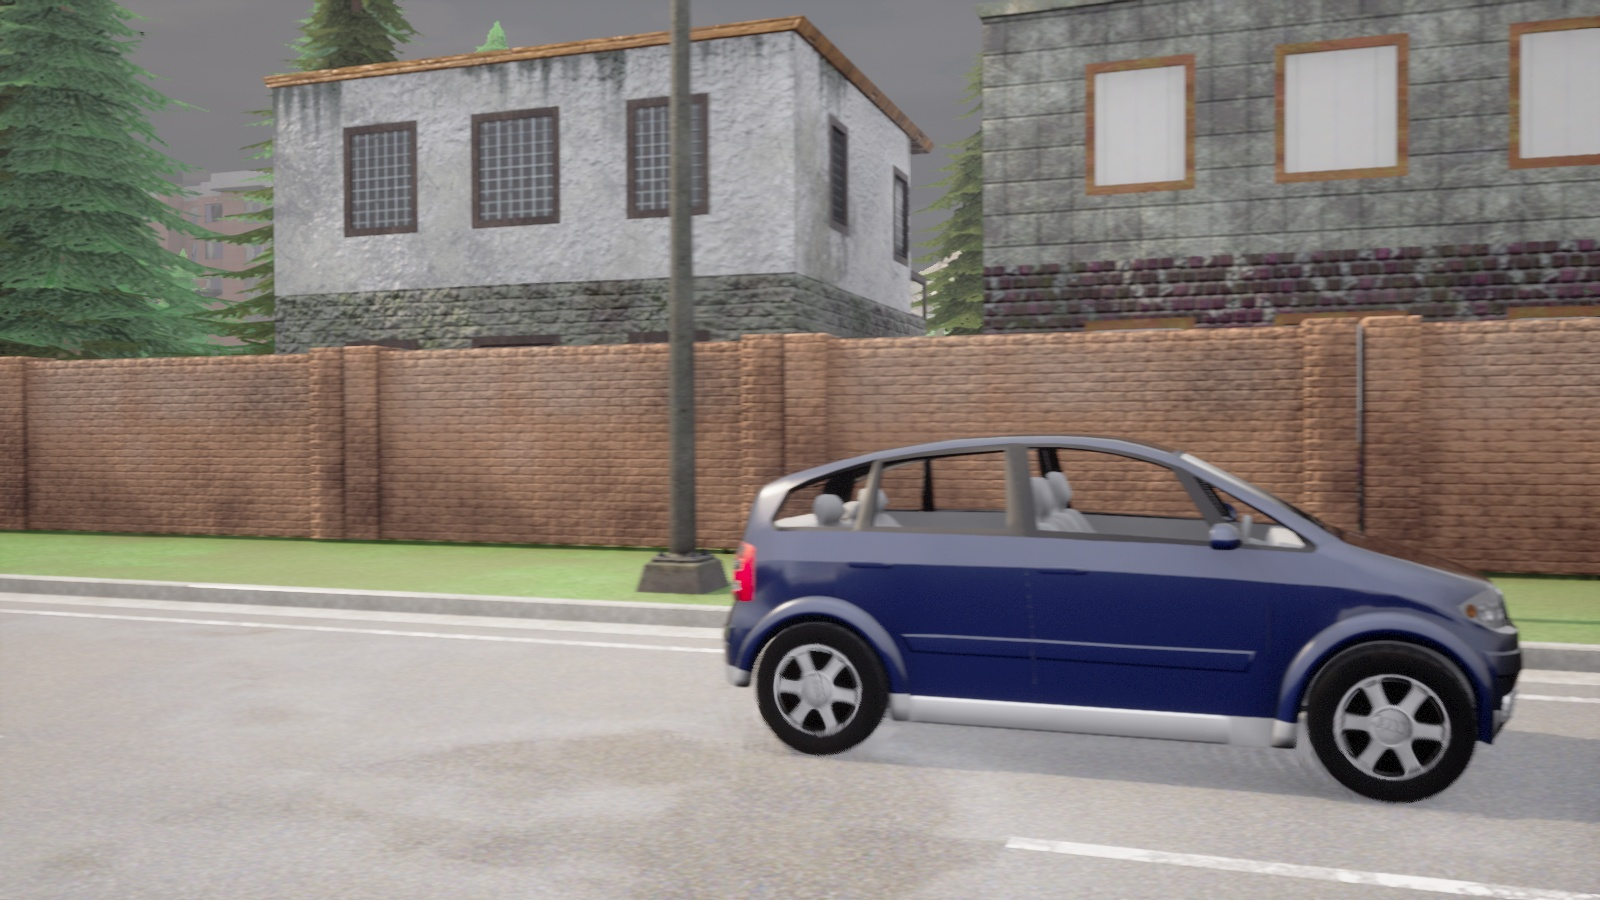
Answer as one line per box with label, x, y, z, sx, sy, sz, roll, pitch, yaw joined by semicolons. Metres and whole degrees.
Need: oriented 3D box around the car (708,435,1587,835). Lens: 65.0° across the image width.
car;1.598;0.709;6.347;3.705;1.549;1.789;0;1;19
